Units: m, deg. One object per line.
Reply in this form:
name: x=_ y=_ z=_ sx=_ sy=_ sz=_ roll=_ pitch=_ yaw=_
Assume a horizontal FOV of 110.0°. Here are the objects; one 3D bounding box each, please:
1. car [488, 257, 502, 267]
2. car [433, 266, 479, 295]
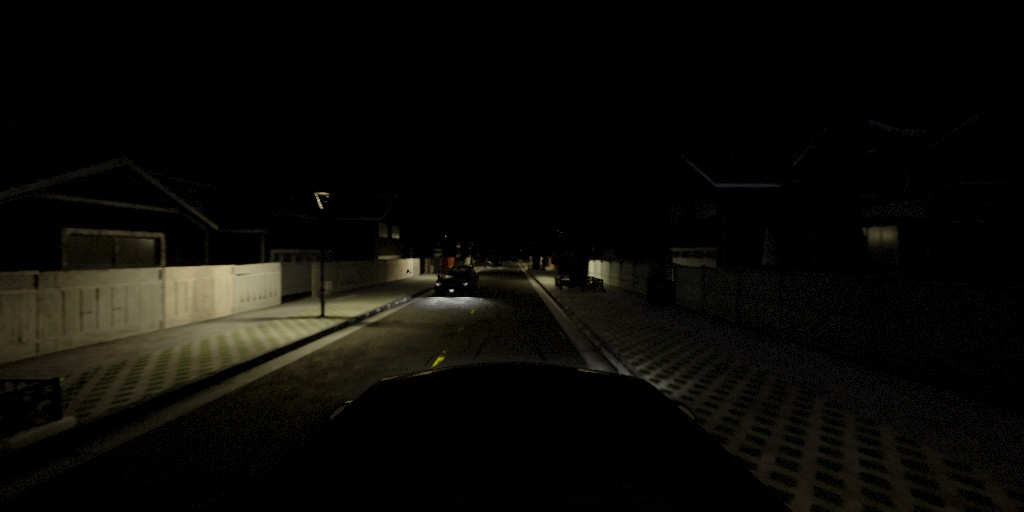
car: x=-2.805 y=0.952 z=59.912 sx=2.097 sy=1.767 sz=4.553 roll=0 pitch=0 yaw=1
car: x=-2.854 y=1.250 z=19.601 sx=2.033 sy=1.411 sz=5.357 roll=0 pitch=0 yaw=0
